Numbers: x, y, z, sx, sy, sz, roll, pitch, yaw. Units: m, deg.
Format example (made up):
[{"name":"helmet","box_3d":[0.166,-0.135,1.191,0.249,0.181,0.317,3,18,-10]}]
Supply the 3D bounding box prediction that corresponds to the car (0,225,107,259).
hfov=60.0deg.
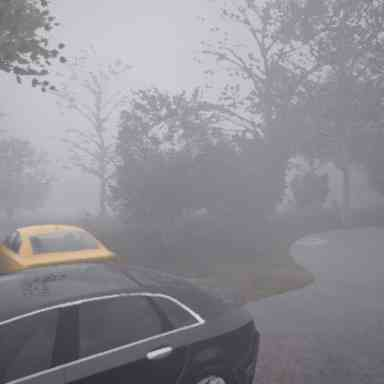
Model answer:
[{"name":"car","box_3d":[-3.325,1.498,7.682,2.097,1.535,5.008,1,0,-36]}]

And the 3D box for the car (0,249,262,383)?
[{"name":"car","box_3d":[-1.519,1.512,2.869,4.892,1.490,1.837,1,0,-36]}]
